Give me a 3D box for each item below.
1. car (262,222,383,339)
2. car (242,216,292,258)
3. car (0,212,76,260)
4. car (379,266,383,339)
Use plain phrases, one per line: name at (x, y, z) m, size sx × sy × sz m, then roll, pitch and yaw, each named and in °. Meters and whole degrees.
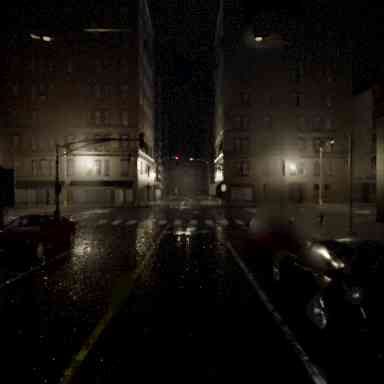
car at (2.870, 1.525, 6.491) m, size 1.947 × 1.339 × 4.313 m, roll -1°, pitch 0°, yaw 0°
car at (2.873, 1.507, 12.076) m, size 1.802 × 1.307 × 4.206 m, roll -1°, pitch 0°, yaw 0°
car at (-5.672, 1.470, 12.078) m, size 1.887 × 1.381 × 4.507 m, roll -1°, pitch 0°, yaw 0°
car at (2.867, 1.518, 1.074) m, size 1.752 × 1.417 × 4.829 m, roll -1°, pitch 0°, yaw 0°
